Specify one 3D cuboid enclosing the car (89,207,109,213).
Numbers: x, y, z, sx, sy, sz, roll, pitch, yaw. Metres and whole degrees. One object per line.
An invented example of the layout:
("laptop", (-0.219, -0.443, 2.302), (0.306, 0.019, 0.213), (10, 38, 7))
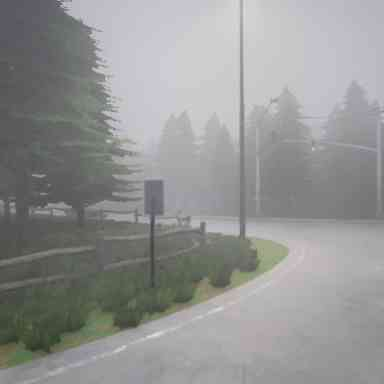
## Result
("car", (-9.544, 1.816, 30.325), (4.718, 1.301, 1.895), (-1, 0, 41))
